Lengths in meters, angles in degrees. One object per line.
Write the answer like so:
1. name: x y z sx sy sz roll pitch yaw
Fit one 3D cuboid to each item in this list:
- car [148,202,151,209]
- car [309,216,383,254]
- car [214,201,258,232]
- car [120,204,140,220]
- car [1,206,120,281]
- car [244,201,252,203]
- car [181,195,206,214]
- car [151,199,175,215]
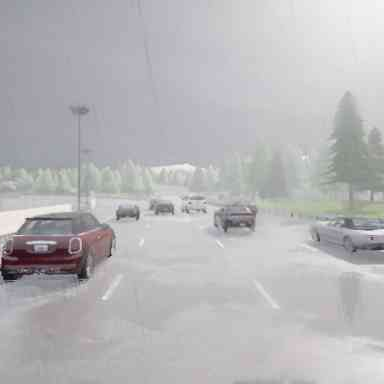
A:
1. car: -4.734 1.661 44.571 1.837 1.490 4.892 0 0 -13
2. car: 6.618 1.649 13.742 1.895 1.301 4.718 0 0 -4
3. car: 2.531 1.563 20.569 2.128 1.511 4.902 0 0 -5
4. car: -5.544 1.703 29.180 1.895 1.301 4.718 0 0 -8
5. car: -3.730 1.387 10.152 2.097 1.767 4.553 0 0 -3
6. car: 4.729 1.602 31.336 2.128 1.511 4.902 0 0 -8
7. car: 0.142 1.353 37.906 2.150 2.045 5.566 0 0 -10
8. car: -2.992 1.601 35.398 1.882 1.535 5.008 0 0 -9
